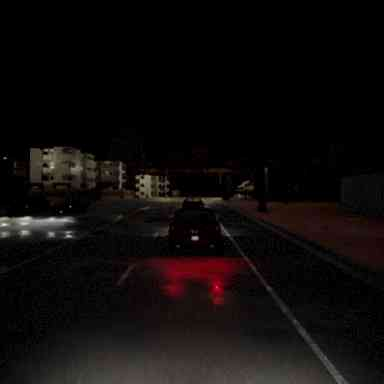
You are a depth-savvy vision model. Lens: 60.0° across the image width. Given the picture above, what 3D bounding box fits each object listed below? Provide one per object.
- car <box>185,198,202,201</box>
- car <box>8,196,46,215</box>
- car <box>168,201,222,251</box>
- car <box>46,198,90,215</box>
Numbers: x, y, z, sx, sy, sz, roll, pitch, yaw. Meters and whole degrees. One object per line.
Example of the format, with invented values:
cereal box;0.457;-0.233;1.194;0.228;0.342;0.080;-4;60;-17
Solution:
car;0.102;1.198;30.297;1.895;1.301;4.718;0;1;0
car;-13.998;1.127;28.903;1.882;1.535;5.008;0;1;0
car;0.101;1.357;13.538;1.882;1.535;5.008;0;1;0
car;-10.498;1.229;28.875;1.895;1.301;4.718;0;1;0
